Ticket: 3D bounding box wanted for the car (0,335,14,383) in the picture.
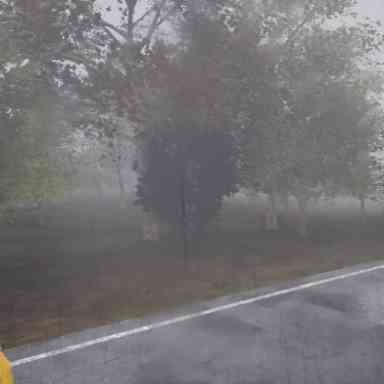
[{"bbox_3d":[-3.596,1.481,1.403,5.008,1.535,1.882,0,0,-35],"label":"car"}]
